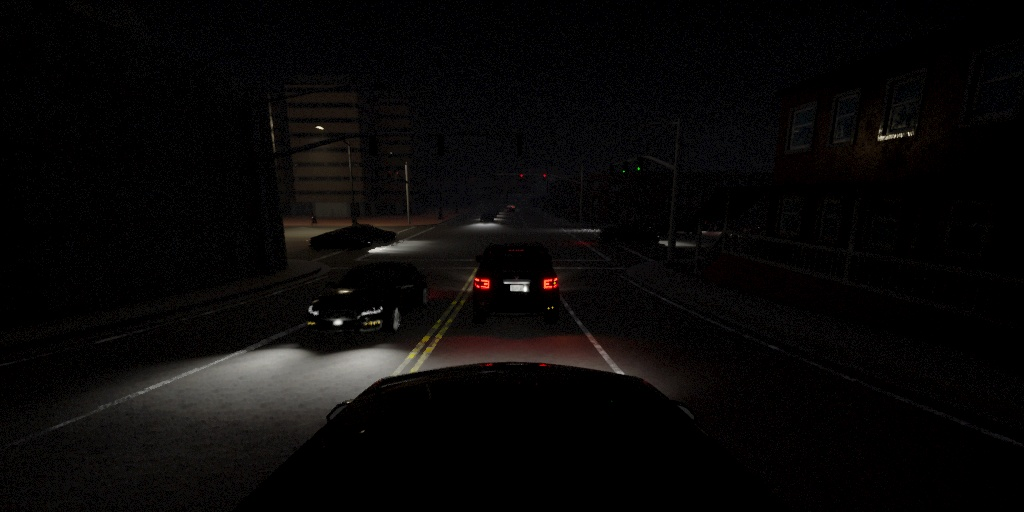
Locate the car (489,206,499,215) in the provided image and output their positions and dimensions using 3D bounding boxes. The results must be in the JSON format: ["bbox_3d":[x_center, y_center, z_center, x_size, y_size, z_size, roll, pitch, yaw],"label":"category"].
[{"bbox_3d":[-3.698,-7.435,62.835,1.812,1.442,4.674,0,10,0],"label":"car"}]

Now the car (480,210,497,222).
[{"bbox_3d":[-3.704,-5.868,54.088,1.895,1.301,4.718,0,10,0],"label":"car"}]

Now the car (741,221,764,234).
[{"bbox_3d":[26.687,-2.963,36.659,4.674,1.442,1.812,0,10,0],"label":"car"}]

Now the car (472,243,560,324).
[{"bbox_3d":[0.067,0.604,10.709,2.150,2.045,5.566,0,4,-1],"label":"car"}]

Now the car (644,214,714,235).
[{"bbox_3d":[16.892,-3.269,36.626,5.566,2.045,2.150,0,10,0],"label":"car"}]

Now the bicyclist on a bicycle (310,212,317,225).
[{"bbox_3d":[-25.358,-4.774,45.830,0.582,1.620,1.656,0,10,0],"label":"bicyclist on a bicycle"}]

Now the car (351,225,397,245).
[{"bbox_3d":[-12.062,-1.796,29.602,4.892,1.490,1.837,0,10,0],"label":"car"}]

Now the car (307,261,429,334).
[{"bbox_3d":[-3.611,0.966,9.833,1.837,1.490,4.892,0,4,0],"label":"car"}]

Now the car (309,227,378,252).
[{"bbox_3d":[-12.442,-1.150,26.163,4.181,1.385,1.994,0,10,0],"label":"car"}]

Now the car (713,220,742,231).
[{"bbox_3d":[23.849,-3.554,40.109,4.674,1.442,1.812,0,10,0],"label":"car"}]

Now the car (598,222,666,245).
[{"bbox_3d":[9.651,-1.785,29.581,4.892,1.490,1.837,0,10,0],"label":"car"}]
